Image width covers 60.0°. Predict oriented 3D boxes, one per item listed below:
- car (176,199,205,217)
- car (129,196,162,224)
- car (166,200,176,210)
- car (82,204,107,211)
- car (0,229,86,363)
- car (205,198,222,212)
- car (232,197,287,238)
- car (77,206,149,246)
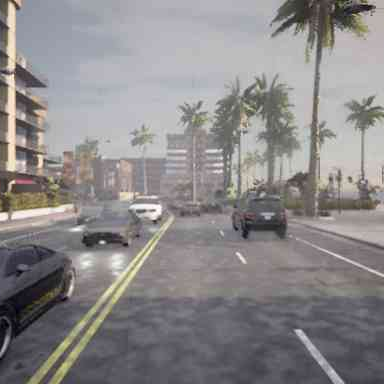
[{"bbox_3d":[-0.262,1.631,33.535,2.128,1.511,4.902,0,0,-4],"label":"car"},{"bbox_3d":[-3.569,1.330,26.168,2.150,2.045,5.566,0,0,0],"label":"car"},{"bbox_3d":[-2.248,1.754,45.917,1.994,1.385,4.181,0,0,-15],"label":"car"},{"bbox_3d":[-7.063,1.666,24.839,1.812,1.442,4.674,0,0,0],"label":"car"},{"bbox_3d":[-3.514,1.588,5.619,1.994,1.385,4.181,0,0,0],"label":"car"},{"bbox_3d":[2.193,1.521,41.370,2.097,1.767,4.553,0,0,-9],"label":"car"},{"bbox_3d":[3.553,1.297,18.286,2.150,2.045,5.566,0,0,0],"label":"car"},{"bbox_3d":[-3.540,1.613,15.797,2.033,1.411,5.357,0,0,0],"label":"car"}]
